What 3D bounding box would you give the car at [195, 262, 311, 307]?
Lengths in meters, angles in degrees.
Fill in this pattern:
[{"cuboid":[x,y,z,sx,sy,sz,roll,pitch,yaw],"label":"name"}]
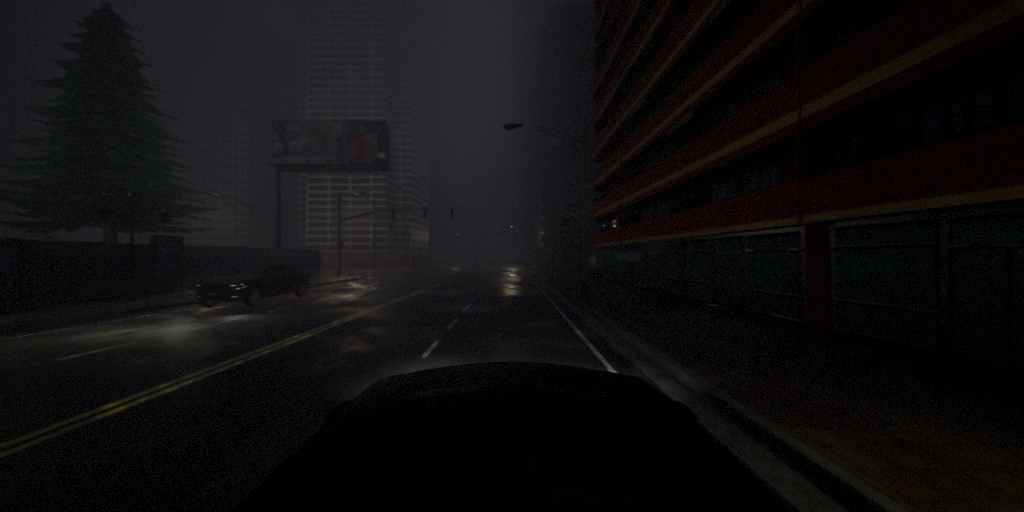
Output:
[{"cuboid":[-10.500,1.049,15.016,1.882,1.535,5.008,0,0,0],"label":"car"}]
